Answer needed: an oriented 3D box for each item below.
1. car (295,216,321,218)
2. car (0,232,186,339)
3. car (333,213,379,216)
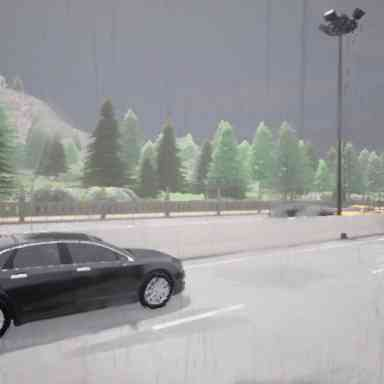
[{"bbox_3d":[11.016,1.845,29.033,4.674,1.442,1.812,1,-1,-35],"label":"car"},{"bbox_3d":[-2.390,1.526,6.341,4.892,1.490,1.837,1,0,-35],"label":"car"},{"bbox_3d":[13.050,1.797,26.185,5.008,1.535,1.882,1,-1,-35],"label":"car"}]
